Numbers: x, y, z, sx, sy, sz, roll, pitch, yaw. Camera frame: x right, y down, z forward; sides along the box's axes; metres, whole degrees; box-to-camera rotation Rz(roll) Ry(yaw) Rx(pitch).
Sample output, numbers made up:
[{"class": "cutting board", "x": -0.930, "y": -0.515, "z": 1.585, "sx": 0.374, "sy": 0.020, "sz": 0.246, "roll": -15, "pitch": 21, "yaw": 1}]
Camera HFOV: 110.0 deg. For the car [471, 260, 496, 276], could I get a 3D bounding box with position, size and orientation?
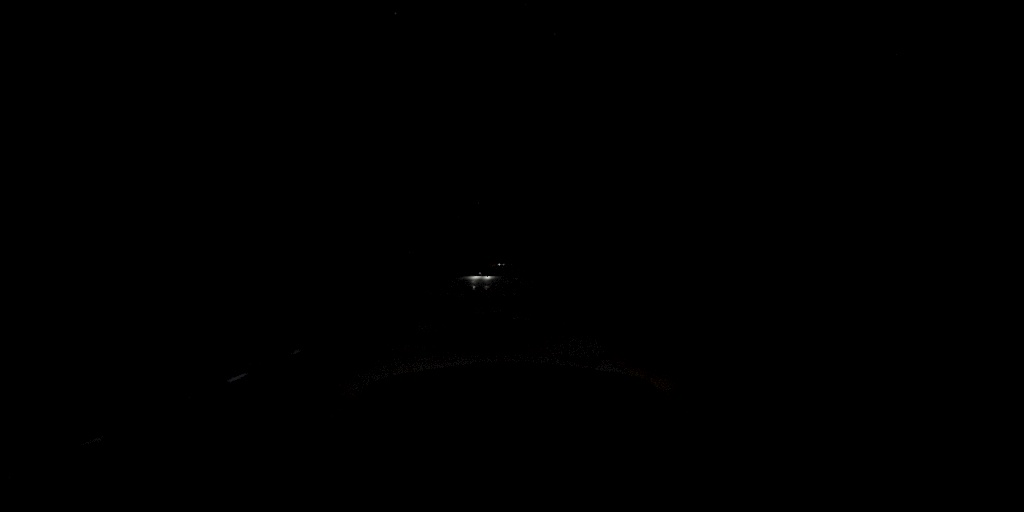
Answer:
[{"class": "car", "x": -3.099, "y": 1.326, "z": 37.553, "sx": 2.033, "sy": 1.411, "sz": 5.357, "roll": 0, "pitch": 0, "yaw": 0}]
